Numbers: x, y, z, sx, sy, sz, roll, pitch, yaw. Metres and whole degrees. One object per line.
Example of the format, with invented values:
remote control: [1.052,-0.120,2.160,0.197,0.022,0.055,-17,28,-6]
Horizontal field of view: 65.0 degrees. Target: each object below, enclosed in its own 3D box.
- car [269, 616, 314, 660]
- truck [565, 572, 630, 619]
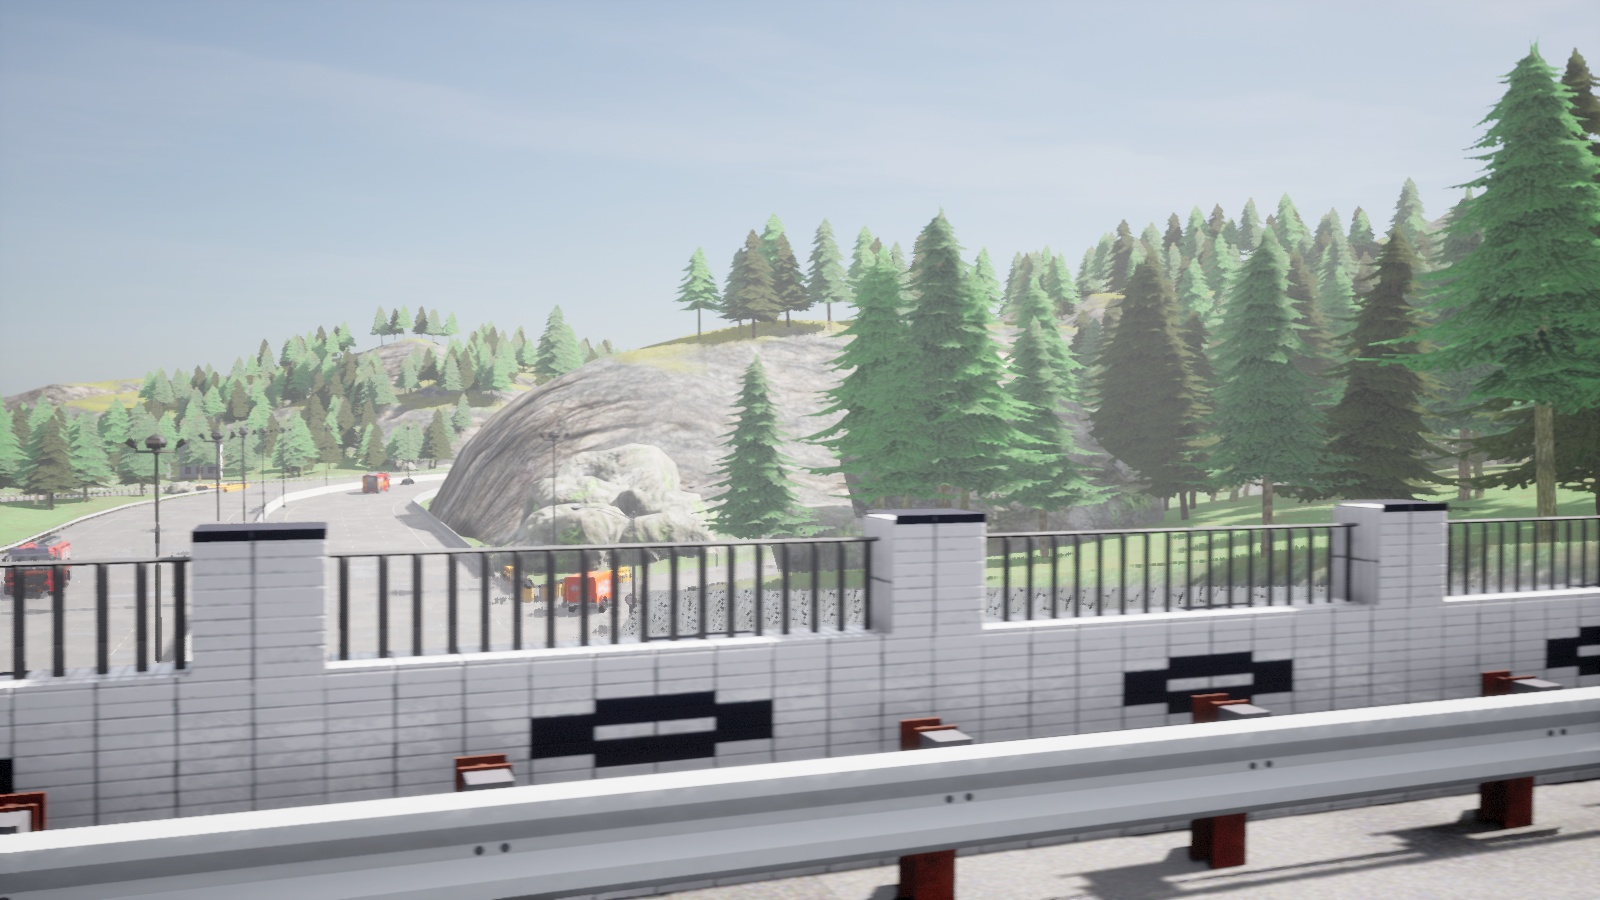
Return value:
car: [-28.979,10.683,71.667,2.242,1.667,4.611,-2,1,-21]
truck: [-13.621,9.747,84.669,2.627,2.467,5.204,-1,1,11]
